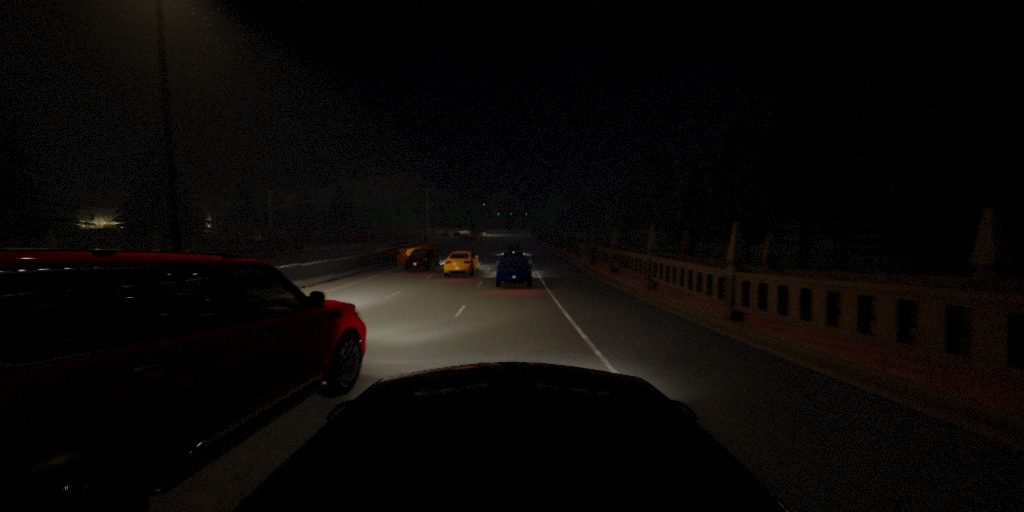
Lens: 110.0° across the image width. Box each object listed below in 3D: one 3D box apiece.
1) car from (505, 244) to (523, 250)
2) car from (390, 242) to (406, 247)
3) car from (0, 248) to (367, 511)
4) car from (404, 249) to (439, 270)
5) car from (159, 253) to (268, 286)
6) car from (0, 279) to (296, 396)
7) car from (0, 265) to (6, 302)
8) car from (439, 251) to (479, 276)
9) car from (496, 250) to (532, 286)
[{"bbox_3d":[0.157,-0.560,37.561,1.994,1.385,4.181,0,5,0],"label":"car"},{"bbox_3d":[-13.905,-1.100,44.793,1.994,1.385,4.181,0,5,0],"label":"car"},{"bbox_3d":[-3.399,0.972,3.416,2.150,2.045,5.566,0,0,0],"label":"car"},{"bbox_3d":[-6.887,0.194,27.744,1.812,1.442,4.674,0,5,0],"label":"car"},{"bbox_3d":[-17.595,0.686,21.645,2.033,1.411,5.357,0,4,0],"label":"car"},{"bbox_3d":[-6.899,1.325,7.510,1.895,1.301,4.718,0,1,0],"label":"car"},{"bbox_3d":[-21.097,1.153,11.945,1.812,1.442,4.674,0,2,0],"label":"car"},{"bbox_3d":[-3.395,0.392,24.672,1.882,1.535,5.008,0,4,0],"label":"car"},{"bbox_3d":[0.103,0.707,20.247,1.882,1.535,5.008,0,4,0],"label":"car"}]
